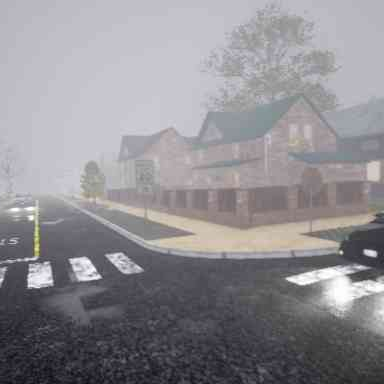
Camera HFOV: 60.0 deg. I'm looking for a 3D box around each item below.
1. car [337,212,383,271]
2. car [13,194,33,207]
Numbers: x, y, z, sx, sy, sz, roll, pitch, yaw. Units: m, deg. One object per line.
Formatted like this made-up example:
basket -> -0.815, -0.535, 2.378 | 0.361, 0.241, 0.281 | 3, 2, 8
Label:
car -> 5.429, 0.964, 7.751 | 4.181, 1.385, 1.994 | -4, 3, -27
car -> -18.910, 0.855, 37.285 | 1.895, 1.301, 4.718 | -3, 2, -25
